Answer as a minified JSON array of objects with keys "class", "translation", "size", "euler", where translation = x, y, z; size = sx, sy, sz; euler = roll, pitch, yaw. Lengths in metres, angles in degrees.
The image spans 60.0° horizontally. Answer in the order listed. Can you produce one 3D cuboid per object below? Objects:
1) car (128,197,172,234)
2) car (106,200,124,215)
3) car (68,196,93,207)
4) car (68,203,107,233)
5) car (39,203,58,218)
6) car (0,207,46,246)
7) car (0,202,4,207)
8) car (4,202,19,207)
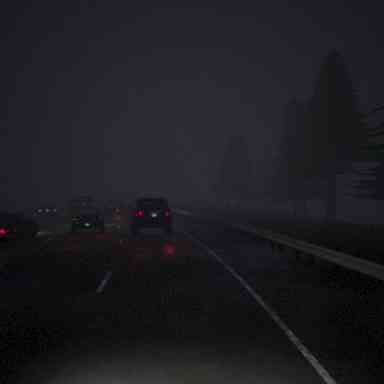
[{"class":"car","translation":[-2.618,1.331,20.137],"size":[2.150,2.045,5.566],"euler":[0,0,-13]},{"class":"car","translation":[-9.060,1.725,37.934],"size":[1.837,1.490,4.892],"euler":[0,0,-26]},{"class":"car","translation":[-12.327,1.448,36.815],"size":[2.150,2.045,5.566],"euler":[0,0,-26]},{"class":"car","translation":[-6.448,1.652,20.843],"size":[1.812,1.442,4.674],"euler":[0,0,-15]},{"class":"car","translation":[-14.153,1.759,32.553],"size":[2.033,1.411,5.357],"euler":[0,0,-24]},{"class":"car","translation":[-8.775,1.657,15.740],"size":[2.033,1.411,5.357],"euler":[0,0,-12]},{"class":"car","translation":[-13.606,1.503,20.484],"size":[2.097,1.767,4.553],"euler":[0,0,-15]},{"class":"car","translation":[-19.947,1.777,36.320],"size":[1.812,1.442,4.674],"euler":[0,0,-27]}]
